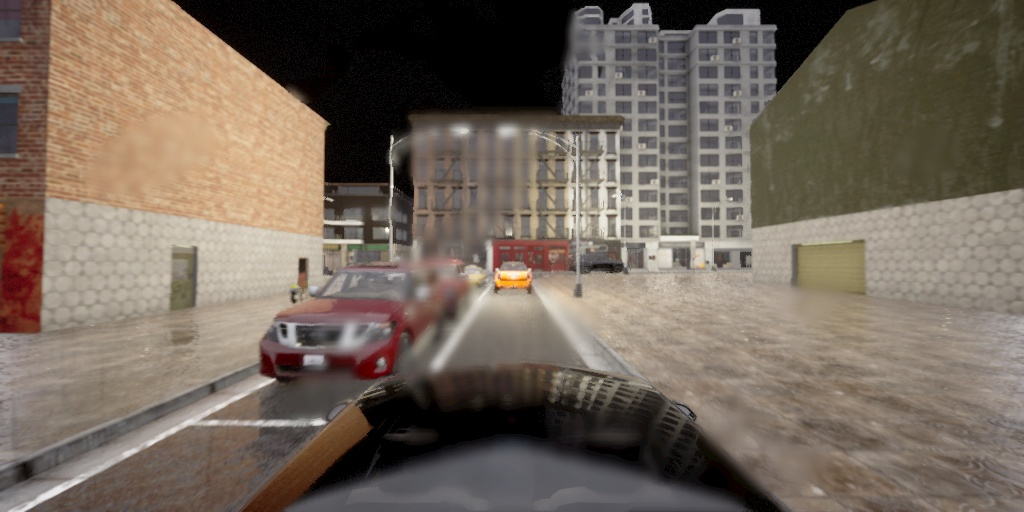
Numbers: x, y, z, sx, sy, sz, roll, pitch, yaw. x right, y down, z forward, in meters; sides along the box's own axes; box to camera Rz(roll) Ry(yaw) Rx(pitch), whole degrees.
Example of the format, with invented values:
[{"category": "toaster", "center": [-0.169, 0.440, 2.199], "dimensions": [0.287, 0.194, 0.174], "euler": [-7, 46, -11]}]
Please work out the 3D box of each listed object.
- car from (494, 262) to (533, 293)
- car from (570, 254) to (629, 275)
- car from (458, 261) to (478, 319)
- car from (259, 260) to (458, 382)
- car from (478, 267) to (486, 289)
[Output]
[{"category": "car", "center": [0.090, 1.121, 20.941], "dimensions": [2.097, 1.767, 4.553], "euler": [0, 0, 0]}, {"category": "car", "center": [8.509, 0.872, 35.140], "dimensions": [5.566, 2.045, 2.150], "euler": [-1, -2, 2]}, {"category": "car", "center": [-2.638, 1.075, 12.806], "dimensions": [2.192, 1.841, 5.009], "euler": [0, 0, 0]}, {"category": "car", "center": [-2.637, 1.069, 7.274], "dimensions": [2.192, 1.841, 5.009], "euler": [0, 0, 0]}, {"category": "car", "center": [-2.639, 1.299, 23.701], "dimensions": [1.751, 1.417, 4.829], "euler": [0, 0, 0]}]
